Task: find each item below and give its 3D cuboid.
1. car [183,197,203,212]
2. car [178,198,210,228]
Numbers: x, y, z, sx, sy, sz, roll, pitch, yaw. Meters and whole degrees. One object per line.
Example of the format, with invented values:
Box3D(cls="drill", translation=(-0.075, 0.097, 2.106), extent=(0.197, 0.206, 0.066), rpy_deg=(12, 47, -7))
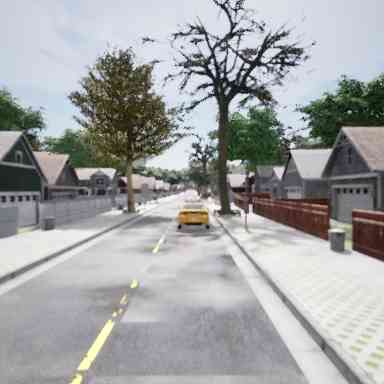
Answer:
Box3D(cls="car", translation=(0.100, 1.363, 37.253), extent=(2.128, 1.511, 4.902), rpy_deg=(0, 0, 0))
Box3D(cls="car", translation=(0.098, 1.405, 21.432), extent=(1.882, 1.535, 5.008), rpy_deg=(0, 0, 0))
